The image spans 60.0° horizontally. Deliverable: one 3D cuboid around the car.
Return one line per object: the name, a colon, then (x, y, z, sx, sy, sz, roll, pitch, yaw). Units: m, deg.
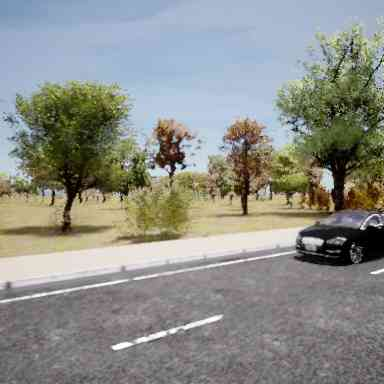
car: (5.646, 1.420, 11.549, 4.902, 1.511, 2.128, 0, 0, -34)
